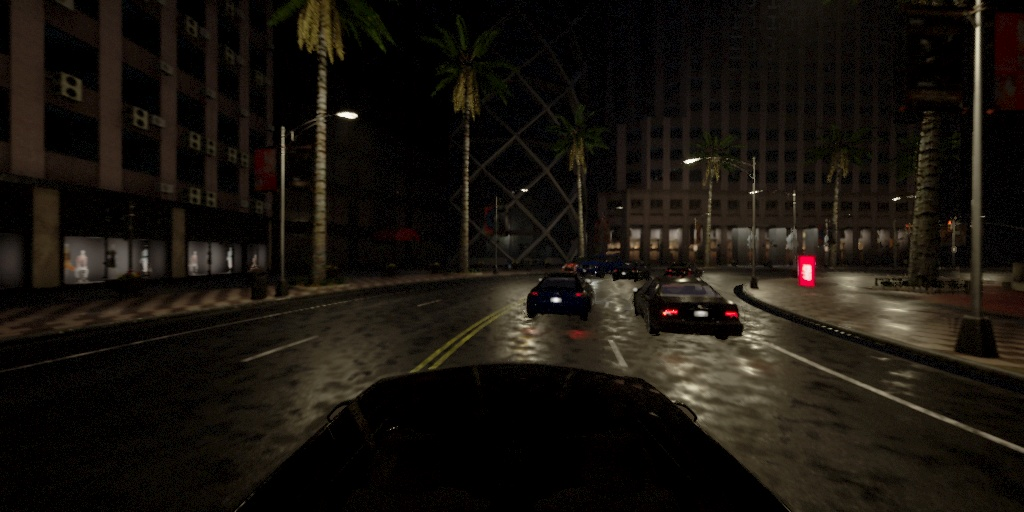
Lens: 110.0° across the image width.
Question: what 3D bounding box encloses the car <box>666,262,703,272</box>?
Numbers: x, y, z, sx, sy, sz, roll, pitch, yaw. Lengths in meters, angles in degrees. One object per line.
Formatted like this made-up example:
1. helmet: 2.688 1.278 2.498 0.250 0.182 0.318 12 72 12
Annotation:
1. car: 12.941 1.220 26.905 1.837 1.490 4.892 0 0 39

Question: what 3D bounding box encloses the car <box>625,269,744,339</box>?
1. car: 4.607 1.287 10.164 2.033 1.411 5.357 0 0 12

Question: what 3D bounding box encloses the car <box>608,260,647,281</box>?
1. car: 9.477 1.260 28.066 1.994 1.385 4.181 0 0 38

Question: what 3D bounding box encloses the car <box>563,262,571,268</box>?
1. car: 6.989 1.008 35.921 4.553 1.767 2.097 0 0 -44

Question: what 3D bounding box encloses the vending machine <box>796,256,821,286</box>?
1. vending machine: 18.602 0.953 22.606 1.100 2.100 0.880 0 0 41

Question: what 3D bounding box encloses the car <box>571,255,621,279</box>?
1. car: 7.934 0.896 32.084 2.150 2.045 5.566 0 0 42

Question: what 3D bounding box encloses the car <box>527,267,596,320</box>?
1. car: 1.814 1.282 12.684 1.994 1.385 4.181 0 0 14
